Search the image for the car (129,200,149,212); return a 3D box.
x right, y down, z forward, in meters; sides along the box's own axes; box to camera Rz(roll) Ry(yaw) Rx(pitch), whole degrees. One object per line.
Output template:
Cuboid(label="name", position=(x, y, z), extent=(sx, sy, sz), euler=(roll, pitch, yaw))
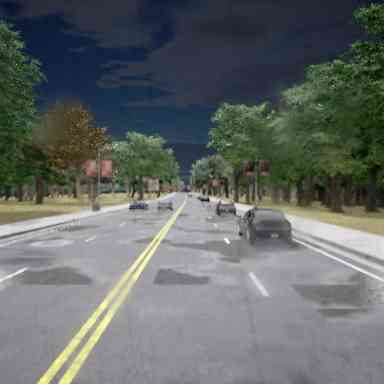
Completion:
Cuboid(label="car", position=(-6.595, 1.701, 41.442), extent=(1.895, 1.301, 4.718), euler=(0, 0, 0))

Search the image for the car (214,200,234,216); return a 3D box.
Cuboid(label="car", position=(3.347, 1.563, 33.834), extent=(2.128, 1.511, 4.902), euler=(0, 0, 0))

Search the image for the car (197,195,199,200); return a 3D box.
Cuboid(label="car", position=(3.135, 1.787, 88.965), extent=(2.163, 1.488, 4.792), euler=(0, 0, 0))

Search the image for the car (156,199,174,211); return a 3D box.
Cuboid(label="car", position=(-3.343, 1.627, 41.921), extent=(1.812, 1.442, 4.674), euler=(0, 0, 0))

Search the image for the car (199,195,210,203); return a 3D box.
Cuboid(label="car", position=(3.195, 1.720, 77.924), extent=(1.882, 1.535, 5.008), euler=(0, 0, 0))

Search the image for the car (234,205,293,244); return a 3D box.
Cuboid(label="car", position=(3.350, 1.523, 15.875), extent=(1.837, 1.490, 4.892), euler=(0, 0, 0))
